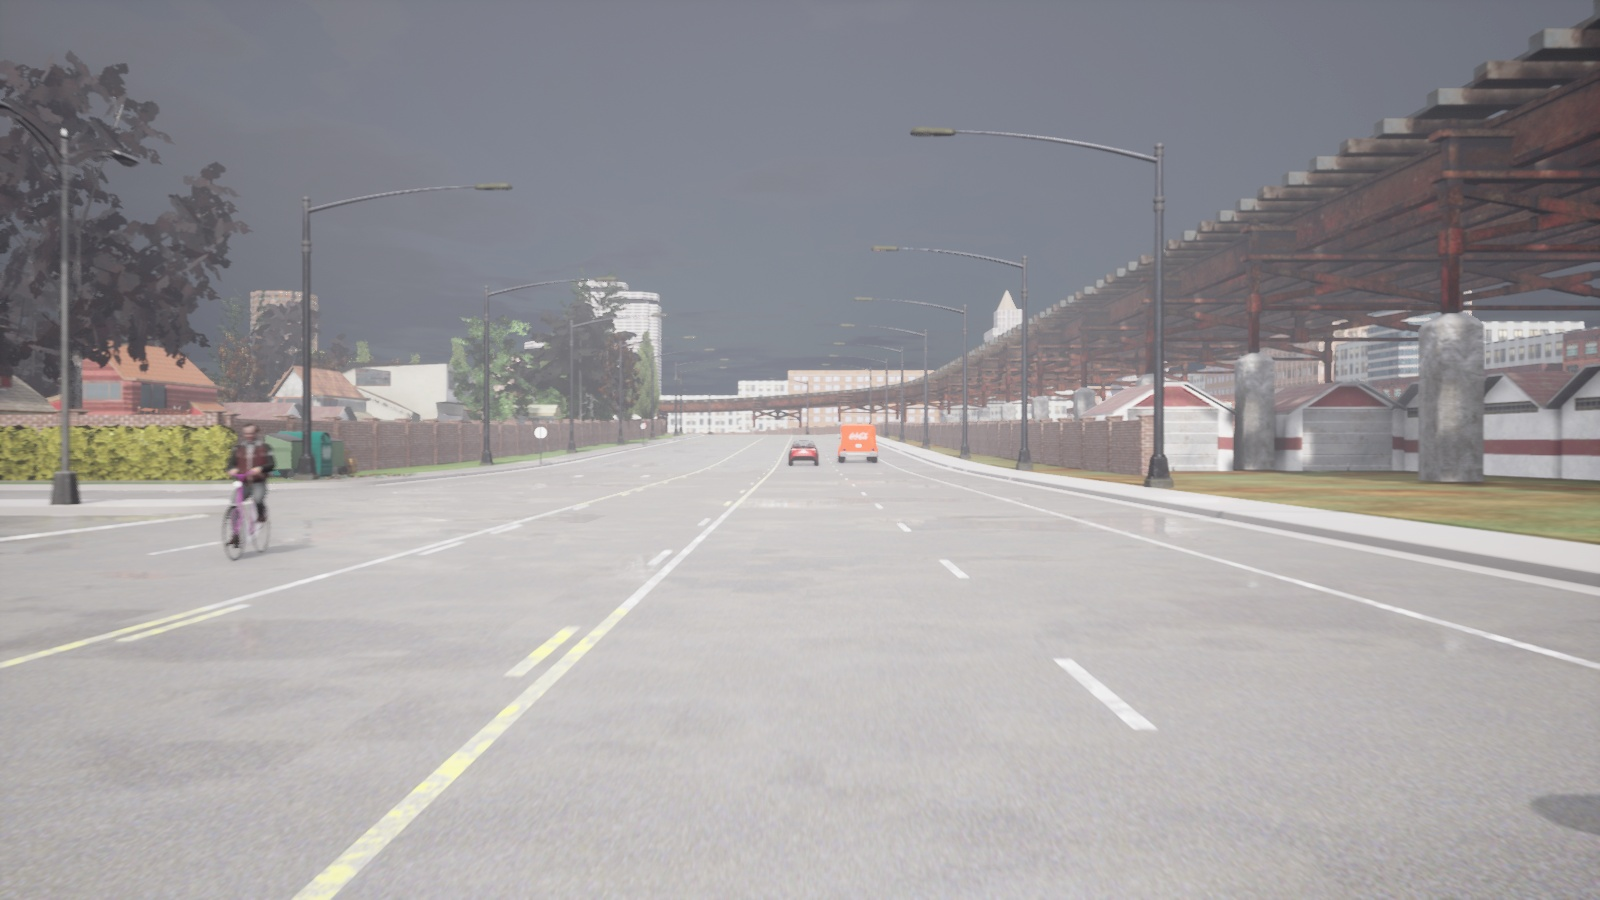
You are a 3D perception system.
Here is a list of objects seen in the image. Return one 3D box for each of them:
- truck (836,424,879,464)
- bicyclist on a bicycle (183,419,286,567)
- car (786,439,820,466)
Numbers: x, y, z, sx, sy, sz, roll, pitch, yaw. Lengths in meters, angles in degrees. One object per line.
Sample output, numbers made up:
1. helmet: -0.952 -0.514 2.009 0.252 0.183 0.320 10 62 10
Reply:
1. truck: 3.709 -0.446 82.121 2.627 2.467 5.204 0 1 0
2. bicyclist on a bicycle: -7.206 0.518 16.085 0.659 1.776 1.843 -1 0 -7
3. car: 0.195 0.115 76.306 2.007 1.525 4.514 0 1 0
